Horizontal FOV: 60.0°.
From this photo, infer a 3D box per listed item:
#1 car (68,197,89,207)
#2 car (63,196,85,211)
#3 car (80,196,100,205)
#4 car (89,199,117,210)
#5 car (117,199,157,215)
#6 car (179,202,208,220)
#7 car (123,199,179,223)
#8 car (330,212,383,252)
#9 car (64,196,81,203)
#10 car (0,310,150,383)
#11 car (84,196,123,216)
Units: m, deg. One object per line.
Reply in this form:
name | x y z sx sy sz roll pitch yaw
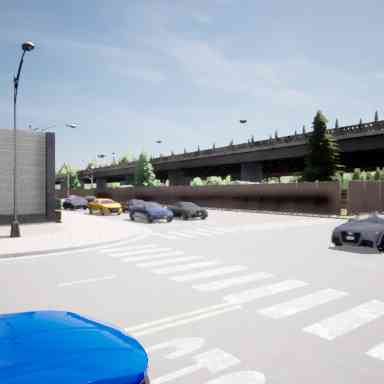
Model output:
car | -17.429 1.470 51.082 1.812 1.442 4.674 0 0 -35
car | -14.259 1.492 40.507 2.033 1.411 5.357 0 0 -36
car | -17.814 1.422 57.839 1.882 1.535 5.008 0 0 -36
car | -11.468 1.545 42.640 1.895 1.301 4.718 0 0 -35
car | -5.897 1.492 34.832 2.033 1.411 5.357 0 0 -35
car | -0.531 1.508 27.316 1.994 1.385 4.181 0 0 -36
car | -3.193 1.470 25.025 1.812 1.442 4.674 0 0 -36
car | 7.592 1.544 13.700 4.181 1.385 1.994 0 0 -35
car | -23.742 1.469 65.957 1.812 1.442 4.674 0 0 -36
car | -2.609 1.478 1.913 5.008 1.535 1.882 0 0 -36
car | -8.561 1.422 32.529 1.882 1.535 5.008 0 0 -36
